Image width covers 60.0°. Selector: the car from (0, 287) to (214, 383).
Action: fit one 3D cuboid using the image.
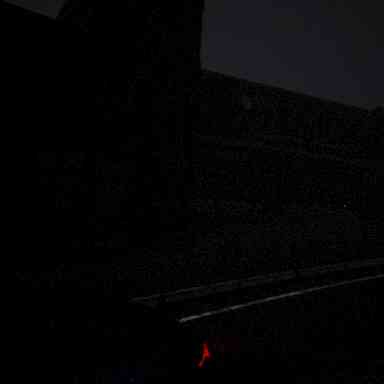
[{"bbox_3d":[-1.826,1.565,2.487,4.181,1.385,1.994,0,0,-34],"label":"car"}]
